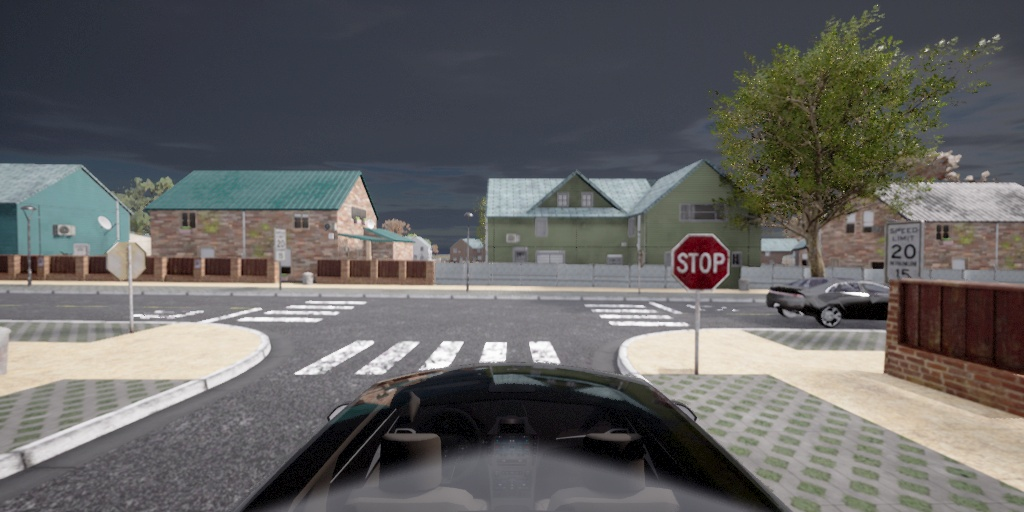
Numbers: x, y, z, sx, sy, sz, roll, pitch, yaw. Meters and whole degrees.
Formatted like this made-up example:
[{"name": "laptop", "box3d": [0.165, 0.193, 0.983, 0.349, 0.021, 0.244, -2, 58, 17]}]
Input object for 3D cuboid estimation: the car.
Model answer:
[{"name": "car", "box3d": [11.311, 1.493, 12.059, 4.902, 1.511, 2.128, 1, 1, -1]}]
